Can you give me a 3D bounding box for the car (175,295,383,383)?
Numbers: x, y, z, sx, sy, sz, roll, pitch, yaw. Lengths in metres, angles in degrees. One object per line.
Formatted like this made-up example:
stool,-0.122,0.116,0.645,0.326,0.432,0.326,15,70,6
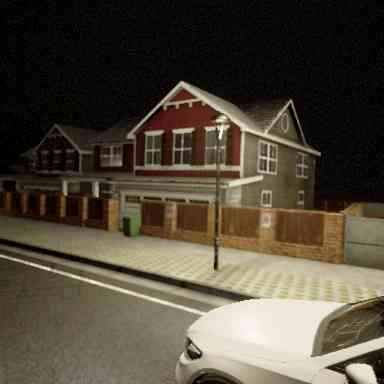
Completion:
car,2.041,1.534,2.542,4.674,1.442,1.812,2,1,35
